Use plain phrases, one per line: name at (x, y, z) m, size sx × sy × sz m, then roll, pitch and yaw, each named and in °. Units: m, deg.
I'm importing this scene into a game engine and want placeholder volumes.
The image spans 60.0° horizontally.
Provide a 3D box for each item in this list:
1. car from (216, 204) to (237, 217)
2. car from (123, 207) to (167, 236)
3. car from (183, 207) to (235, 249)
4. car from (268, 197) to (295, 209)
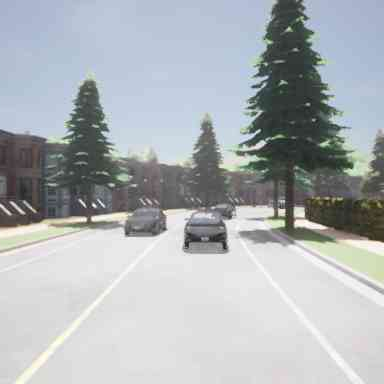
car at (3.225, 1.874, 32.723) m, size 1.812 × 1.442 × 4.674 m, roll 0°, pitch -1°, yaw 16°
car at (-2.676, 1.712, 19.965) m, size 1.837 × 1.490 × 4.892 m, roll 0°, pitch -1°, yaw 5°
car at (0.659, 1.656, 15.508) m, size 2.128 × 1.511 × 4.902 m, roll 0°, pitch -1°, yaw 3°
car at (15.555, 1.847, 57.800) m, size 5.566 × 2.045 × 2.150 m, roll 0°, pitch -1°, yaw -40°
